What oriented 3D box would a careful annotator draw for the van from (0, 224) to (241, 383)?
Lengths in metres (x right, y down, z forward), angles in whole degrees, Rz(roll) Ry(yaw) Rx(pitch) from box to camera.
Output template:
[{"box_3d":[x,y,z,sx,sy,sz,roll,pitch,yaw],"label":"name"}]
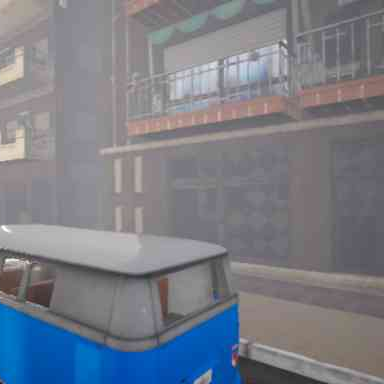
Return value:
[{"box_3d":[-1.416,1.343,3.859,3.998,1.788,1.690,0,-1,35],"label":"van"}]
